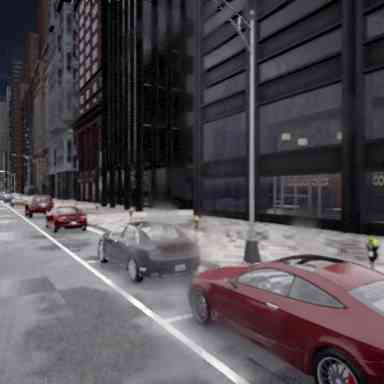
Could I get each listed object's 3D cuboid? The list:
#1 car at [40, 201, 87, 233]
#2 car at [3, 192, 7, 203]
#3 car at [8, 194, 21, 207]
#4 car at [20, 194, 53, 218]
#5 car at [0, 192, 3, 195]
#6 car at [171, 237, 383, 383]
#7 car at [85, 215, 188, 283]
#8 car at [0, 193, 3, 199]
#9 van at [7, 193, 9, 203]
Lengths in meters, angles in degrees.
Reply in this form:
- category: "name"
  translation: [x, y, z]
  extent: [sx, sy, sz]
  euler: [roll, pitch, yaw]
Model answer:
- category: "car"
  translation: [-7.300, 1.462, 19.160]
  extent: [1.887, 1.381, 4.507]
  euler: [0, 0, -32]
- category: "car"
  translation: [-33.809, 1.213, 62.408]
  extent: [1.967, 1.590, 4.097]
  euler: [0, 0, -32]
- category: "car"
  translation: [-25.061, 1.341, 48.137]
  extent: [1.752, 1.417, 4.829]
  euler: [0, 0, -32]
- category: "car"
  translation: [-13.191, 1.196, 28.769]
  extent: [2.192, 1.841, 5.009]
  euler: [0, 0, -32]
- category: "car"
  translation: [-45.590, 1.156, 81.629]
  extent: [1.967, 1.590, 4.097]
  euler: [0, 0, -32]
- category: "car"
  translation: [1.536, 1.558, 4.744]
  extent: [1.802, 1.307, 4.206]
  euler: [0, 0, -32]
- category: "car"
  translation: [-1.409, 1.507, 9.549]
  extent: [2.008, 1.369, 4.403]
  euler: [0, 0, -32]
- category: "car"
  translation: [-39.699, 1.295, 72.019]
  extent: [2.008, 1.369, 4.403]
  euler: [0, 0, -32]
- category: "van"
  translation: [-27.918, 1.143, 52.796]
  extent: [1.690, 1.788, 3.998]
  euler: [0, 0, -32]
